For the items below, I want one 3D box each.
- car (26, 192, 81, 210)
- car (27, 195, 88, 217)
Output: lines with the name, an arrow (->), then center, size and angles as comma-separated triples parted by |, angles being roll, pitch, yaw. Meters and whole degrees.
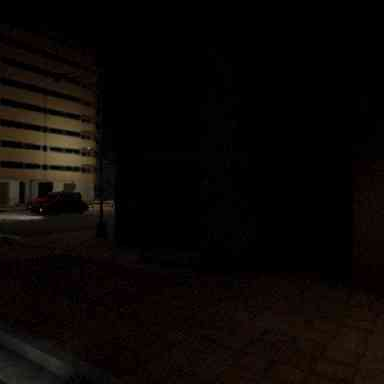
car -> -13.543, 1.027, 33.279 | 2.150, 2.045, 5.566 | 0, 0, 35
car -> -11.692, 1.333, 29.820 | 1.837, 1.490, 4.892 | 0, 0, 35
